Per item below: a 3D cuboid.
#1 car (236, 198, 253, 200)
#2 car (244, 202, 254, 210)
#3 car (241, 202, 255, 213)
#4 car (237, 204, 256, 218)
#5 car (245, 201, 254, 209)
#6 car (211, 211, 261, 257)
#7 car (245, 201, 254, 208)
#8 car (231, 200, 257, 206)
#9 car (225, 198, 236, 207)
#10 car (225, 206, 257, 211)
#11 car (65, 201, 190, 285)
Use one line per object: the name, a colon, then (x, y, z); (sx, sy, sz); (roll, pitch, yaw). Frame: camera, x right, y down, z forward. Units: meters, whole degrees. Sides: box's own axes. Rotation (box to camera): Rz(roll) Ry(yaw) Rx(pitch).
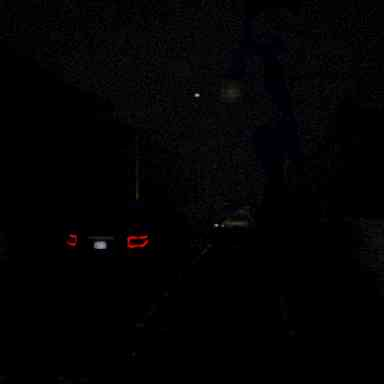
car: (6.907, 1.853, 41.288); (2.192, 1.841, 5.009); (0, -1, 10)
car: (9.972, 2.391, 58.027); (1.802, 1.307, 4.206); (0, -1, 10)
car: (7.958, 2.155, 47.034); (1.752, 1.417, 4.829); (0, -1, 10)
car: (5.882, 2.034, 35.704); (1.802, 1.307, 4.206); (0, -1, 10)
car: (11.026, 2.431, 63.776); (1.752, 1.417, 4.829); (0, -1, 10)
car: (1.792, 1.676, 13.380); (2.008, 1.369, 4.403); (0, -1, 10)
car: (12.018, 2.542, 69.189); (1.887, 1.381, 4.507); (0, -1, 10)
car: (4.861, 1.807, 30.125); (1.967, 1.590, 4.097); (0, -1, 10)
car: (6.410, 1.936, 52.713); (2.150, 2.045, 5.566); (0, -1, 10)
car: (2.845, 1.732, 19.129); (1.752, 1.417, 4.829); (0, -1, 10)
car: (-1.532, 1.292, 9.909); (2.150, 2.045, 5.566); (0, -1, 10)
